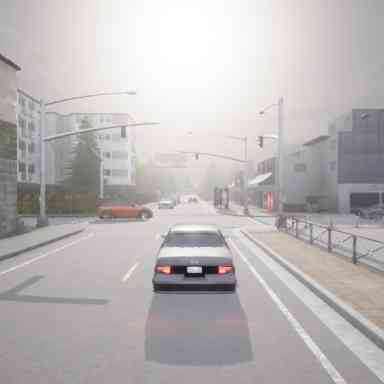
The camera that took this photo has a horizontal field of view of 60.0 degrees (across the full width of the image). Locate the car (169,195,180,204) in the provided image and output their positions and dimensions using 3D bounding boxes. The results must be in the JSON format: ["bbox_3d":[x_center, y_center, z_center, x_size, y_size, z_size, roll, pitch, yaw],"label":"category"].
[{"bbox_3d":[-3.440,1.478,65.975,1.882,1.535,5.008,0,0,0],"label":"car"}]

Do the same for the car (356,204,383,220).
[{"bbox_3d":[16.756,1.740,29.296,4.181,1.385,1.994,0,0,0],"label":"car"}]

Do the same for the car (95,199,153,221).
[{"bbox_3d":[-5.604,1.449,27.703,4.553,1.767,2.097,0,-1,-25],"label":"car"}]

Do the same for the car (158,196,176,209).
[{"bbox_3d":[-3.534,1.526,45.830,1.812,1.442,4.674,0,0,0],"label":"car"}]

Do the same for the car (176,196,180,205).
[{"bbox_3d":[-3.508,1.505,55.834,1.837,1.490,4.892,0,0,0],"label":"car"}]

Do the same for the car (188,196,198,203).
[{"bbox_3d":[0.197,1.526,68.808,1.812,1.442,4.674,0,0,0],"label":"car"}]

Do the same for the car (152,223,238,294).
[{"bbox_3d":[0.072,1.547,8.922,2.033,1.411,5.357,0,0,1],"label":"car"}]
